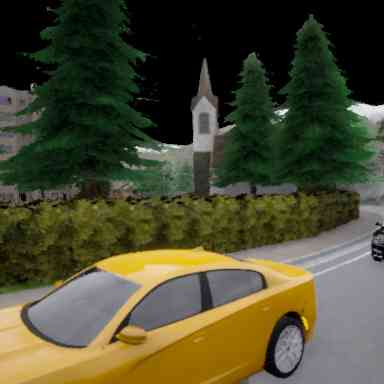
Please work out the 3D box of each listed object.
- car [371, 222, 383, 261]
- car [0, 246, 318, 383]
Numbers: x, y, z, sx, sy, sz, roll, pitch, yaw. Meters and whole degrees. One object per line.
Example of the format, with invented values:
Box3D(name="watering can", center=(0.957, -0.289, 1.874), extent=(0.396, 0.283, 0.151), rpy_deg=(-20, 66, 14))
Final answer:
Box3D(name="car", center=(7.393, 1.372, 10.949), extent=(2.128, 1.511, 4.902), rpy_deg=(-1, 0, 42))
Box3D(name="car", center=(-0.534, 1.489, 3.838), extent=(5.008, 1.535, 1.882), rpy_deg=(-1, 0, -39))
